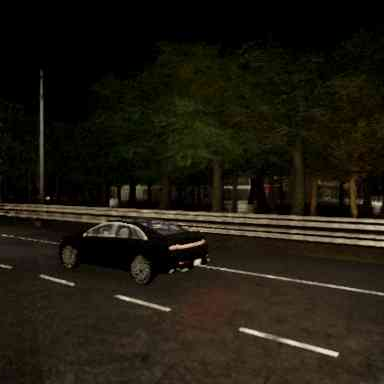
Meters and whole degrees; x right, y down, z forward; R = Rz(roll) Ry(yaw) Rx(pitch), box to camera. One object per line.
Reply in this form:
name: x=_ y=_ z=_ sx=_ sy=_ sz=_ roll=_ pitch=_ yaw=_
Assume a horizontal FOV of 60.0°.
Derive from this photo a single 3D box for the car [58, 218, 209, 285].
car: x=-1.839 y=1.492 z=9.488 sx=4.902 sy=1.511 sz=2.128 roll=0 pitch=0 yaw=36
